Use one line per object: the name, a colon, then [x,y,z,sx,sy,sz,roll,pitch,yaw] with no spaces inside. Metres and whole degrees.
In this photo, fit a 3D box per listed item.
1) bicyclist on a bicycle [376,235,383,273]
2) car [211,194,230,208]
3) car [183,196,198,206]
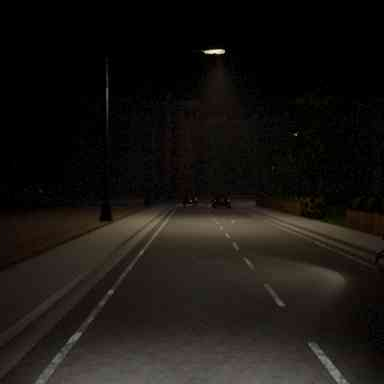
bicyclist on a bicycle: [5.578,1.299,8.731,1.656,1.620,0.582,-9,0,0]
car: [3.508,1.019,41.122,2.097,1.767,4.553,0,1,0]
car: [-0.248,1.209,47.101,1.994,1.385,4.181,0,-1,-3]
